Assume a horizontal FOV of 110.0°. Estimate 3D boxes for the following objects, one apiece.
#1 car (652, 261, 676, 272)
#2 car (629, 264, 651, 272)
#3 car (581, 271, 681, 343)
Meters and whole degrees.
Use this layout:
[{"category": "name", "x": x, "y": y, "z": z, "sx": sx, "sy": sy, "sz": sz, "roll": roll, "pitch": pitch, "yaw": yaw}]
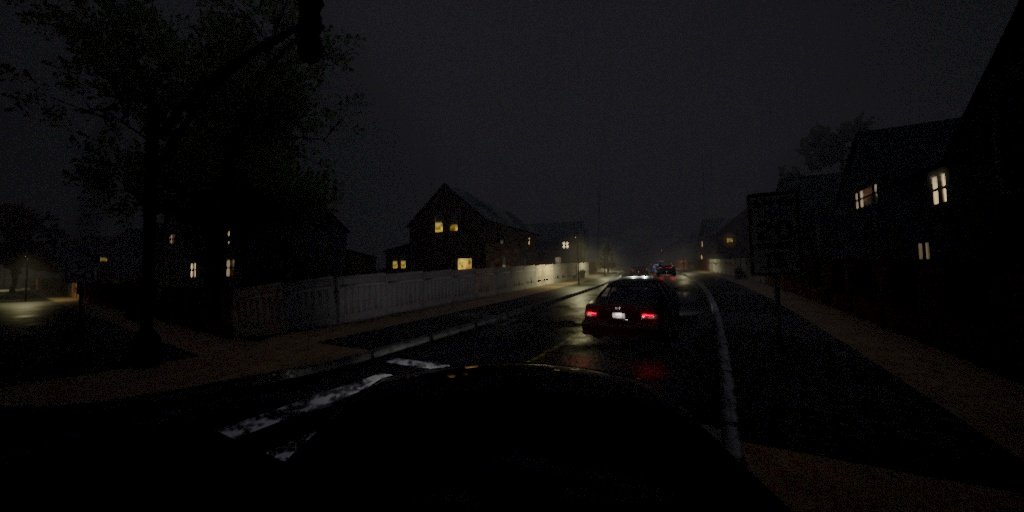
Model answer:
[{"category": "car", "x": 16.838, "y": 1.449, "z": 39.369, "sx": 2.128, "sy": 1.511, "sz": 4.902, "roll": -2, "pitch": -1, "yaw": 20}, {"category": "car", "x": 15.259, "y": 1.644, "z": 43.105, "sx": 1.994, "sy": 1.385, "sz": 4.181, "roll": -2, "pitch": -1, "yaw": 20}, {"category": "car", "x": 3.471, "y": 1.322, "z": 9.845, "sx": 2.033, "sy": 1.411, "sz": 5.357, "roll": -3, "pitch": -1, "yaw": 29}]
